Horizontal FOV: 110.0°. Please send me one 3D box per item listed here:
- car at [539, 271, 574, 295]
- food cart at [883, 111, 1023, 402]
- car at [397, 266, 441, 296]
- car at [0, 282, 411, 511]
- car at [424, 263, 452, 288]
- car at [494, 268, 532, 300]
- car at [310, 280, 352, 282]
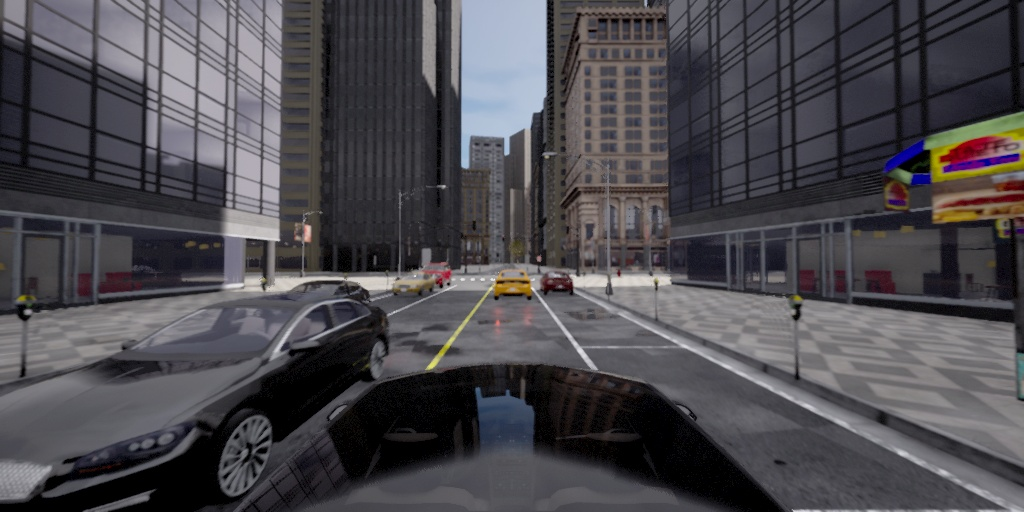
[{"bbox_3d":[2.658,1.579,21.994,1.888,1.381,4.507,0,0,0],"label":"car"},{"bbox_3d":[5.636,0.225,2.515,2.280,3.560,4.660,0,0,0],"label":"food cart"},{"bbox_3d":[-5.867,1.561,21.822,1.751,1.417,4.829,0,0,0],"label":"car"},{"bbox_3d":[-3.094,1.279,4.499,2.128,1.511,4.902,0,-1,1],"label":"car"},{"bbox_3d":[-5.870,1.433,27.451,2.192,1.841,5.009,0,0,0],"label":"car"},{"bbox_3d":[0.059,1.476,19.541,1.882,1.535,5.008,0,-1,0],"label":"car"},{"bbox_3d":[-5.861,1.443,11.076,1.948,1.339,4.313,0,0,0],"label":"car"}]
